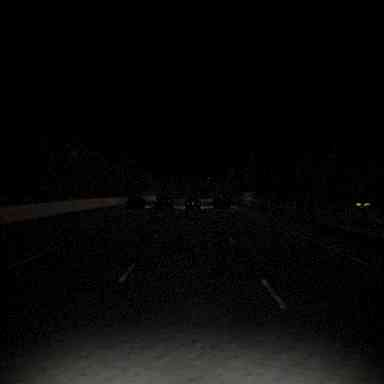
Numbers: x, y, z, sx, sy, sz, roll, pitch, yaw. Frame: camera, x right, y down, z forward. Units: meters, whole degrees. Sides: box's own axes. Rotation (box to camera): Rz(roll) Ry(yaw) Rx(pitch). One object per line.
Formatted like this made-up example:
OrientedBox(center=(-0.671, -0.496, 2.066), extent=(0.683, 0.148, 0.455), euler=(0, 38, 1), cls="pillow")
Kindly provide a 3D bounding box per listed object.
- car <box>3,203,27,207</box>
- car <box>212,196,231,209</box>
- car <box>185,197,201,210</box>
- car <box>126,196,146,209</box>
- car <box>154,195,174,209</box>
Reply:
OrientedBox(center=(-17.583, 1.352, 31.917), extent=(1.994, 1.385, 4.181), euler=(0, 0, 0), cls="car")
OrientedBox(center=(3.615, 1.265, 41.116), extent=(1.882, 1.535, 5.008), euler=(0, 0, 0), cls="car")
OrientedBox(center=(0.115, 1.332, 39.559), extent=(2.033, 1.411, 5.357), euler=(0, 0, 0), cls="car")
OrientedBox(center=(-6.885, 1.266, 41.071), extent=(1.882, 1.535, 5.008), euler=(0, 0, 0), cls="car")
OrientedBox(center=(-3.388, 1.138, 40.551), extent=(2.097, 1.767, 4.553), euler=(0, 0, 0), cls="car")
